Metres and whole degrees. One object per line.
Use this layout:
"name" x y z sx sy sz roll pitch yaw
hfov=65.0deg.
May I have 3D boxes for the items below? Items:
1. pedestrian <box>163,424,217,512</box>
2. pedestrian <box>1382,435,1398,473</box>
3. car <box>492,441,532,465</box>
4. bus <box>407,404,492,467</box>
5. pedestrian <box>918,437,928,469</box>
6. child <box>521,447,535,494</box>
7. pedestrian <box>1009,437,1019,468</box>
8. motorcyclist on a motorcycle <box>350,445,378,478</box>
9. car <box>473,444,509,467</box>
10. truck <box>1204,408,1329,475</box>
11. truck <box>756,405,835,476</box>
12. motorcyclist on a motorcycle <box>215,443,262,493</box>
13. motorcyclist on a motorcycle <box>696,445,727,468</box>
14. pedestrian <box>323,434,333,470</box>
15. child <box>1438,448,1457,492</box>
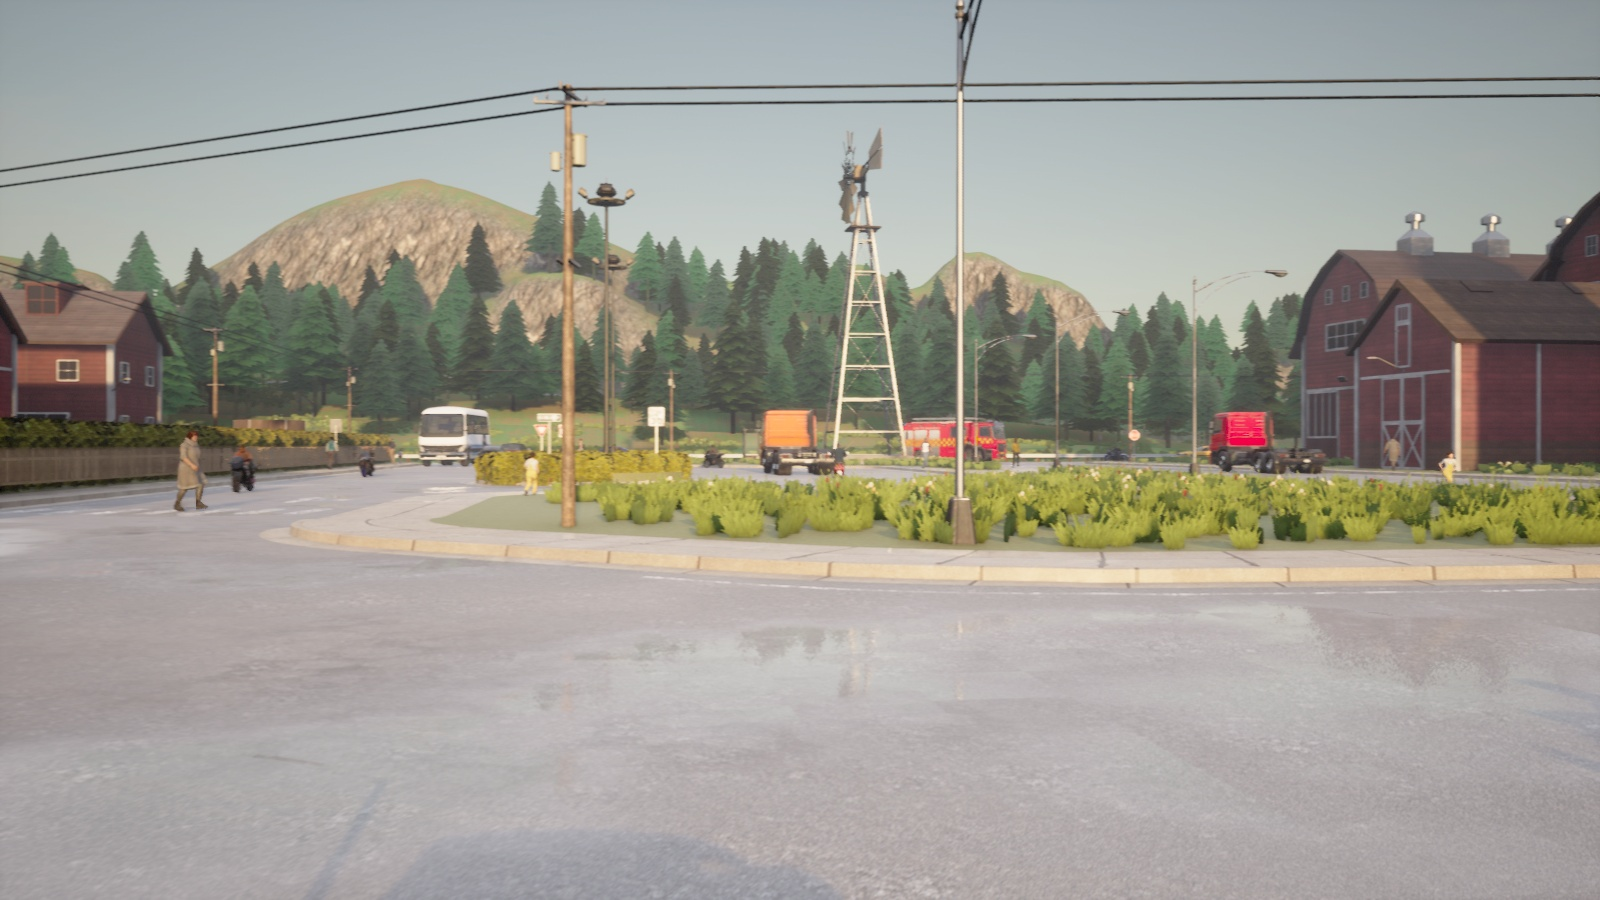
"pedestrian" -13.747 0.407 28.298 0.873 1.952 0.659 0 0 12
"pedestrian" 31.271 0.207 66.516 0.659 1.952 0.873 0 0 19
"car" -21.965 0.214 95.976 2.097 1.767 4.553 0 0 0
"bus" -25.172 -1.009 90.778 3.944 4.253 10.273 0 0 -4
"pedestrian" 7.087 0.147 72.290 0.354 1.836 0.706 0 0 -18
"child" -7.244 0.546 33.477 0.270 1.263 0.437 0 0 2
"pedestrian" 12.642 0.149 74.329 0.370 1.835 0.726 0 0 -8
"motorcyclist on a motorcycle" -20.433 0.529 58.861 0.866 1.530 2.191 0 0 -8
"car" -20.606 0.404 83.886 1.837 1.490 4.892 0 0 -8
"truck" 25.339 -0.445 68.680 2.891 3.462 7.936 0 0 -9
"truck" -0.342 -0.477 65.182 2.891 3.462 7.936 0 0 -9
"motorcyclist on a motorcycle" -17.519 0.554 39.215 0.797 1.523 2.044 0 0 -8
"motorcyclist on a motorcycle" -5.772 0.417 81.689 2.044 1.523 0.797 0 0 44
"pedestrian" -25.956 0.102 69.065 0.396 1.930 0.692 0 0 -7
"child" 18.669 0.581 36.227 0.270 1.263 0.437 0 0 -10
